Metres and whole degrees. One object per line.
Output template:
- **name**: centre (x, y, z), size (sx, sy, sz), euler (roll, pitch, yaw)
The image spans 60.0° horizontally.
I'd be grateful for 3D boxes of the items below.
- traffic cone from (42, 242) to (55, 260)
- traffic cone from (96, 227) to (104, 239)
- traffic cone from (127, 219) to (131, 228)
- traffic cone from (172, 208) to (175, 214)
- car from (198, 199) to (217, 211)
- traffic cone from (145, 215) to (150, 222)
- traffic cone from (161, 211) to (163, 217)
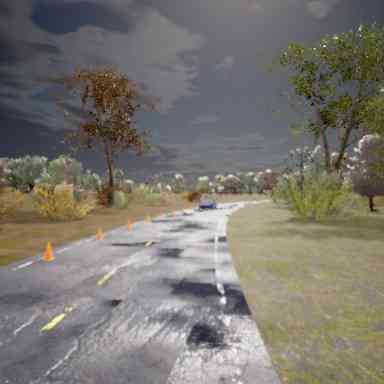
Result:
- **traffic cone**: centre (-4.867, 1.991, 11.306), size (0.340, 0.580, 0.340), euler (0, 0, 3)
- **traffic cone**: centre (-4.527, 2.012, 16.355), size (0.340, 0.580, 0.340), euler (0, 0, 5)
- **traffic cone**: centre (-4.073, 2.033, 21.396), size (0.340, 0.580, 0.340), euler (0, 0, 6)
- **traffic cone**: centre (-2.029, 2.096, 36.438), size (0.340, 0.580, 0.340), euler (0, 0, 10)
- **car**: centre (2.139, 1.659, 44.720), size (1.882, 1.535, 5.008), euler (0, 0, 12)
- **traffic cone**: centre (-3.505, 2.054, 26.425), size (0.340, 0.580, 0.340), euler (0, 0, 7)
- **traffic cone**: centre (-2.823, 2.075, 31.440), size (0.340, 0.580, 0.340), euler (0, 0, 8)
